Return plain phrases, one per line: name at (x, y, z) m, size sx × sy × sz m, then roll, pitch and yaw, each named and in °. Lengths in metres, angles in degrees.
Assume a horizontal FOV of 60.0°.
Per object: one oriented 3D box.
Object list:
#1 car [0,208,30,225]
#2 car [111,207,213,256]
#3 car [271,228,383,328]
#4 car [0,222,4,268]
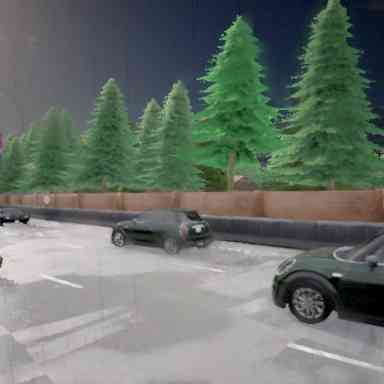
car at (-14.524, 1.923, 26.293) m, size 1.895 × 1.301 × 4.718 m, roll 0°, pitch -1°, yaw -44°
car at (-1.399, 1.488, 14.103) m, size 4.553 × 1.767 × 2.097 m, roll -1°, pitch -1°, yaw 39°
car at (3.728, 1.383, 5.734) m, size 4.553 × 1.767 × 2.097 m, roll -1°, pitch -1°, yaw 36°
car at (-7.602, 1.683, 10.101) m, size 5.357 × 1.411 × 2.033 m, roll -1°, pitch -1°, yaw 40°
